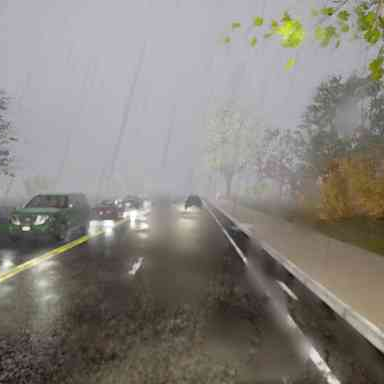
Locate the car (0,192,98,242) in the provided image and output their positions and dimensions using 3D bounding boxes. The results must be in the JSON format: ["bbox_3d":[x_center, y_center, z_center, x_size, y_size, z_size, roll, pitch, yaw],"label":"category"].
[{"bbox_3d":[-6.520,1.056,15.866,2.150,2.045,5.566,0,1,0],"label":"car"}]

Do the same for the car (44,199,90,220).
[{"bbox_3d":[-9.715,1.285,26.152,1.994,1.385,4.181,0,1,1],"label":"car"}]

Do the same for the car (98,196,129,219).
[{"bbox_3d":[-6.473,1.282,25.686,1.994,1.385,4.181,0,1,0],"label":"car"}]

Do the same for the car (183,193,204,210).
[{"bbox_3d":[0.169,1.088,35.620,1.837,1.490,4.892,0,1,0],"label":"car"}]

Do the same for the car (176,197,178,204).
[{"bbox_3d":[-3.012,1.043,47.423,1.895,1.301,4.718,0,1,1],"label":"car"}]

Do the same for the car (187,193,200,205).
[{"bbox_3d":[0.250,0.932,48.173,1.837,1.490,4.892,0,1,1],"label":"car"}]

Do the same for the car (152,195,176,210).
[{"bbox_3d":[-3.083,1.068,35.532,1.882,1.535,5.008,0,1,0],"label":"car"}]

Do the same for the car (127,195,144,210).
[{"bbox_3d":[-6.380,1.088,35.760,2.128,1.511,4.902,0,1,1],"label":"car"}]
